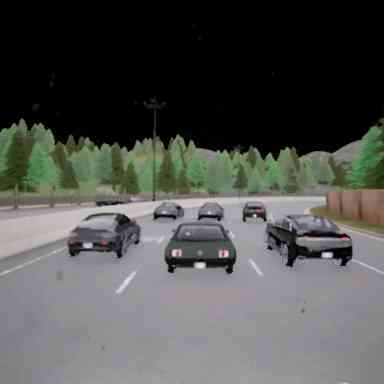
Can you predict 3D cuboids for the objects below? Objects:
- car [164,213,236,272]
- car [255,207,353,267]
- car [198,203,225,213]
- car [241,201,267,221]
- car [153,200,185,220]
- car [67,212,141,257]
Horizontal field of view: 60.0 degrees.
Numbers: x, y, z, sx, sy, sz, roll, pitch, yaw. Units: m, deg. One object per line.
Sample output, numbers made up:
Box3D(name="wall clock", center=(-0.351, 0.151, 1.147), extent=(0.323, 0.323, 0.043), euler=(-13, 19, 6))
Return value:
Box3D(name="car", center=(0.270, 1.604, 10.756), extent=(1.895, 1.301, 4.718), euler=(1, 0, 2))
Box3D(name="car", center=(3.792, 1.526, 11.582), extent=(2.128, 1.511, 4.902), euler=(1, 0, 2))
Box3D(name="car", center=(1.674, 1.580, 27.919), extent=(1.994, 1.385, 4.181), euler=(0, 0, 9))
Box3D(name="car", center=(5.139, 1.551, 27.526), extent=(1.837, 1.490, 4.892), euler=(0, 0, 9))
Box3D(name="car", center=(-1.853, 1.549, 27.986), extent=(1.994, 1.385, 4.181), euler=(0, 0, 9))
Box3D(name="car", center=(-3.172, 1.499, 12.665), extent=(1.812, 1.442, 4.674), euler=(0, 0, 2))
